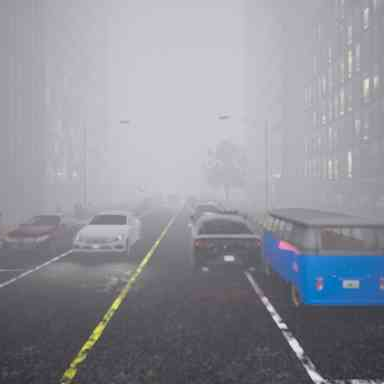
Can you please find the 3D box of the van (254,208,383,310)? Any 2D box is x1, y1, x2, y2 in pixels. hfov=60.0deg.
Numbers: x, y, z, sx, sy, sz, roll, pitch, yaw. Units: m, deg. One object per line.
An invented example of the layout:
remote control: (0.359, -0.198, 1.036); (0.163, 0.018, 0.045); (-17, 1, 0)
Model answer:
van: (2.688, 1.315, 7.469); (1.690, 1.788, 3.998); (0, 0, 0)

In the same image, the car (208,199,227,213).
car: (2.681, 1.456, 35.931); (1.802, 1.307, 4.206); (0, 0, 0)

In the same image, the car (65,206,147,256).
car: (-3.104, 1.480, 13.087); (1.812, 1.442, 4.674); (0, 0, 0)

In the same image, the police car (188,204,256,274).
police car: (0.897, 1.388, 10.597); (1.930, 1.638, 5.238); (0, 0, 0)

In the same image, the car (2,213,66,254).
car: (-5.694, 1.536, 13.162); (1.802, 1.307, 4.206); (0, 0, 0)

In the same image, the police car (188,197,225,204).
police car: (0.895, 1.353, 20.597); (1.930, 1.638, 5.238); (0, 0, 0)

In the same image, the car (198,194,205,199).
car: (2.666, 1.142, 92.855); (1.887, 1.381, 4.507); (0, 0, 0)

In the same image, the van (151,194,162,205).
van: (-5.704, 1.145, 53.009); (1.690, 1.788, 3.998); (0, 0, 0)

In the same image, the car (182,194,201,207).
car: (-0.009, 1.310, 46.763); (1.882, 1.535, 5.008); (0, 0, 0)

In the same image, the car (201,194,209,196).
car: (2.678, 1.381, 47.316); (2.008, 1.369, 4.403); (0, 0, 0)

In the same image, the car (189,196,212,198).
car: (0.893, 1.386, 26.488); (1.882, 1.535, 5.008); (0, 0, 0)

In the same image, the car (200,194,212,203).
car: (2.673, 1.188, 64.393); (1.967, 1.590, 4.097); (0, 0, 0)

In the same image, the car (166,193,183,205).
car: (-3.093, 1.147, 54.907); (2.097, 1.767, 4.553); (0, 0, 0)

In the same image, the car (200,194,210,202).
car: (2.672, 1.159, 70.085); (1.967, 1.590, 4.097); (0, 0, 0)

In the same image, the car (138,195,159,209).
car: (-5.701, 1.404, 41.625); (2.008, 1.369, 4.403); (0, 0, 0)
